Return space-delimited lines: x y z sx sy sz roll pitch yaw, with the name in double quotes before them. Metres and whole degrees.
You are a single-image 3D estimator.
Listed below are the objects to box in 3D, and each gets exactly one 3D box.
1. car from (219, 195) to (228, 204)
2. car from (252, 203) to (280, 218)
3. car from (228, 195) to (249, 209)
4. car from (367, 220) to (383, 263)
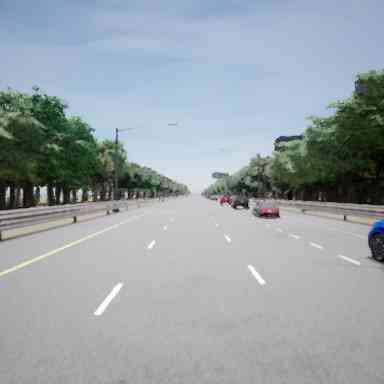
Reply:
"car" 7.304 1.695 73.553 2.150 2.045 5.566 0 0 0
"car" 7.060 1.703 32.086 1.994 1.385 4.181 0 0 0
"car" 7.141 1.495 49.985 2.150 2.045 5.566 0 0 0
"car" 7.004 1.233 8.880 2.150 2.045 5.566 0 0 0
